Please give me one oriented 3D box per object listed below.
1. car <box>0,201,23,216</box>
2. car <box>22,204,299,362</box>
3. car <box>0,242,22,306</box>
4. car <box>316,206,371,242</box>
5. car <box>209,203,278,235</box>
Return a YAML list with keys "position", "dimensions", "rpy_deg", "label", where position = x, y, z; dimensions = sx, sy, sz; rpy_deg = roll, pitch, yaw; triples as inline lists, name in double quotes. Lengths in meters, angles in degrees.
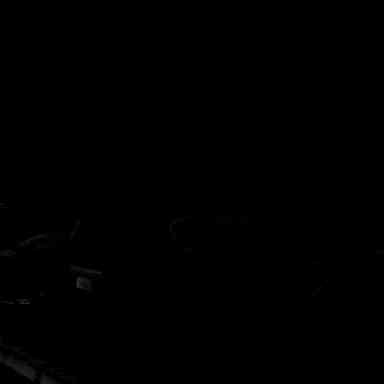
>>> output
- position: [-19.912, 1.844, 36.736]
  dimensions: [2.002, 1.452, 4.674]
  rpy_deg: [-1, 0, 36]
  label: "car"
- position: [0.210, 1.239, 6.328]
  dimensions: [2.435, 2.045, 5.566]
  rpy_deg: [0, 0, 36]
  label: "car"
- position: [-2.088, 1.507, 7.927]
  dimensions: [2.231, 1.521, 4.892]
  rpy_deg: [0, 0, 36]
  label: "car"
- position: [7.802, 1.490, 16.951]
  dimensions: [2.097, 1.535, 5.008]
  rpy_deg: [0, 0, 36]
  label: "car"
- position: [3.264, 1.525, 20.178]
  dimensions: [2.097, 1.535, 5.008]
  rpy_deg: [-1, 0, 36]
  label: "car"
